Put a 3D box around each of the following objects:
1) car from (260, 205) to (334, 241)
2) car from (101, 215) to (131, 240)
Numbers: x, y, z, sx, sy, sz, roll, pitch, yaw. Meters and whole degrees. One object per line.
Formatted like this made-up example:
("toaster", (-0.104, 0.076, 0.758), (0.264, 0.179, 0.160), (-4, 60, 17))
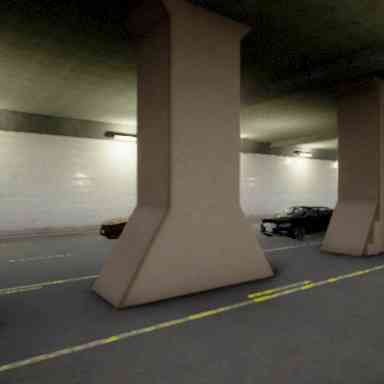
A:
("car", (5.477, 1.425, 16.365), (4.902, 1.511, 2.128), (0, 0, -35))
("car", (-1.738, 1.411, 15.593), (5.008, 1.535, 1.882), (0, 0, -35))
